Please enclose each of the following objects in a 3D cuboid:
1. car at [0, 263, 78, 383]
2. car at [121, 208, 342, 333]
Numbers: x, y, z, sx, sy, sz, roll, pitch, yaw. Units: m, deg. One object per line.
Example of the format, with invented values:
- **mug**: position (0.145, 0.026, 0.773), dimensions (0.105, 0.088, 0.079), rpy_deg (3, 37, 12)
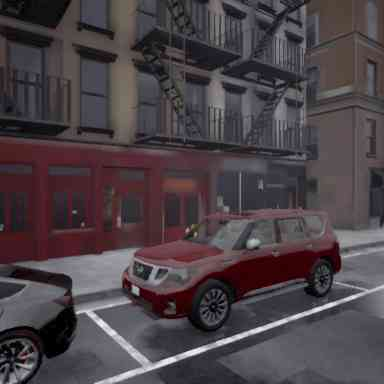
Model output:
- **car**: position (-3.515, 1.563, 3.689), dimensions (4.313, 1.339, 1.947), rpy_deg (0, 0, -35)
- **car**: position (1.108, 1.313, 6.987), dimensions (5.009, 1.841, 2.192), rpy_deg (0, 0, -35)
